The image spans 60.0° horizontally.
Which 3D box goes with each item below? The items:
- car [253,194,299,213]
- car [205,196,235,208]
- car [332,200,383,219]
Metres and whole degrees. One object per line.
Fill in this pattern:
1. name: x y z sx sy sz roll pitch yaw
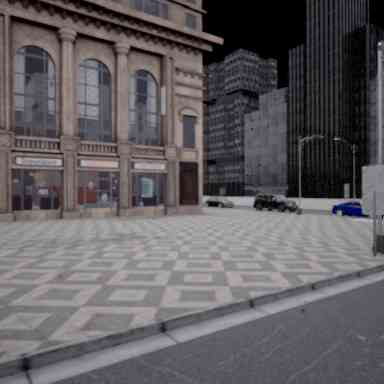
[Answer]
1. car: 9.395 1.235 37.712 2.150 2.045 5.566 0 0 -34
2. car: 3.823 1.339 45.976 2.097 1.767 4.553 0 0 -34
3. car: 14.963 1.519 29.474 1.882 1.535 5.008 0 0 -35
